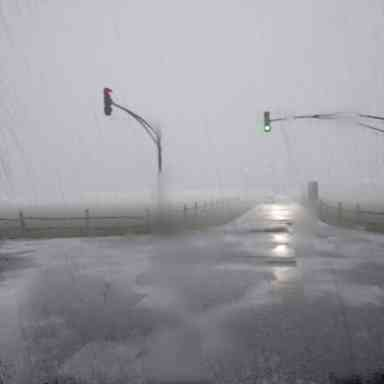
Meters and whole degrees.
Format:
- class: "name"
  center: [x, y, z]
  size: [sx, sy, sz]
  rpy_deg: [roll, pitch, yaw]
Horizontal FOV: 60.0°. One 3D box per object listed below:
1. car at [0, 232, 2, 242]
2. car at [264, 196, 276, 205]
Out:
- class: "car"
  center: [-10.449, 1.750, 14.310]
  size: [4.181, 1.385, 1.994]
  rpy_deg: [-1, 0, 14]
- class: "car"
  center: [13.706, 1.366, 58.298]
  size: [1.812, 1.442, 4.674]
  rpy_deg: [-2, 0, 15]
